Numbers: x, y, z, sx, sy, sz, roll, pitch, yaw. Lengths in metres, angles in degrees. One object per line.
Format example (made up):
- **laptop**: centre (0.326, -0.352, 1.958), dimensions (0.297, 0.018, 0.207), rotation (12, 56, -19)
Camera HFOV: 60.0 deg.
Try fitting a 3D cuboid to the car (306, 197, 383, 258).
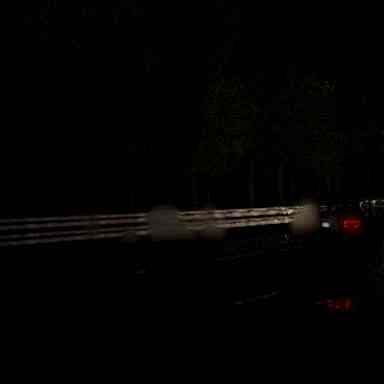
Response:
- **car**: centre (6.784, 1.194, 12.942), dimensions (5.566, 2.045, 2.150), rotation (-1, 0, -35)
